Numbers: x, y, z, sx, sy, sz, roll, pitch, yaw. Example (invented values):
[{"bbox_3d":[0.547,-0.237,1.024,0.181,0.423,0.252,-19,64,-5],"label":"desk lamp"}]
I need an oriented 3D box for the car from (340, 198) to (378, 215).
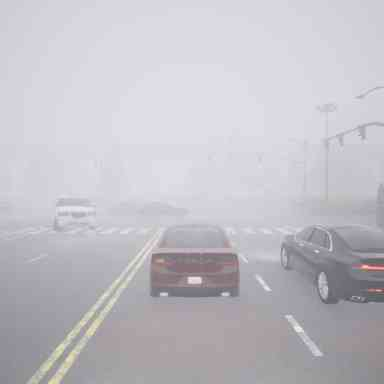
[{"bbox_3d":[18.049,1.547,32.907,5.357,1.411,2.033,0,0,0],"label":"car"}]

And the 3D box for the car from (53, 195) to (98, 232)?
[{"bbox_3d":[-7.305,1.221,20.571,2.150,2.045,5.566,2,-1,-25],"label":"car"}]

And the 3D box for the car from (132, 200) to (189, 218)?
[{"bbox_3d":[-2.593,1.525,29.486,4.674,1.442,1.812,0,0,0],"label":"car"}]

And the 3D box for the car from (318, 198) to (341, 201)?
[{"bbox_3d":[17.979,1.564,40.108,4.181,1.385,1.994,0,0,0],"label":"car"}]

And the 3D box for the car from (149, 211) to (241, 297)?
[{"bbox_3d":[0.058,1.478,8.614,1.882,1.535,5.008,0,0,0],"label":"car"}]

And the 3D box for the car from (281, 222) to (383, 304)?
[{"bbox_3d":[3.556,1.505,8.101,1.837,1.490,4.892,0,0,0],"label":"car"}]

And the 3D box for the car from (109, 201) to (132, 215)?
[{"bbox_3d":[-5.442,1.547,32.997,5.357,1.411,2.033,0,0,0],"label":"car"}]

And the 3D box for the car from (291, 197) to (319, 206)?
[{"bbox_3d":[16.576,1.505,47.112,4.892,1.490,1.837,0,0,0],"label":"car"}]
